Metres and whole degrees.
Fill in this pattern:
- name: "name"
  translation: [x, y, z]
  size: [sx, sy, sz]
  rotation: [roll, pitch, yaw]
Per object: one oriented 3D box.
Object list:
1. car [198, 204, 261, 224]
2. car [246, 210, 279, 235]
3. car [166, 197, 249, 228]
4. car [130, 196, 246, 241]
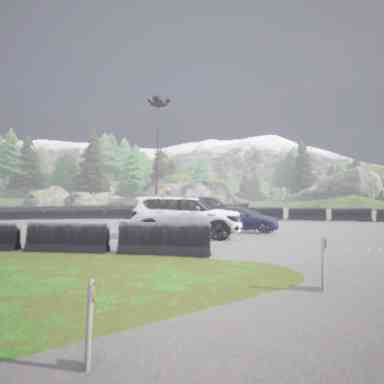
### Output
- name: "car"
  translation: [3.027, 1.709, 26.516]
  size: [4.892, 1.490, 1.837]
  rotation: [0, -1, 12]
- name: "car"
  translation: [2.666, 1.618, 19.442]
  size: [4.674, 1.442, 1.812]
  rotation: [1, -1, 12]
- name: "car"
  translation: [1.156, 1.355, 23.335]
  size: [5.566, 2.045, 2.150]
  rotation: [0, -1, 12]
- name: "car"
  translation: [-0.293, 1.234, 16.487]
  size: [5.566, 2.045, 2.150]
  rotation: [0, -1, 12]
